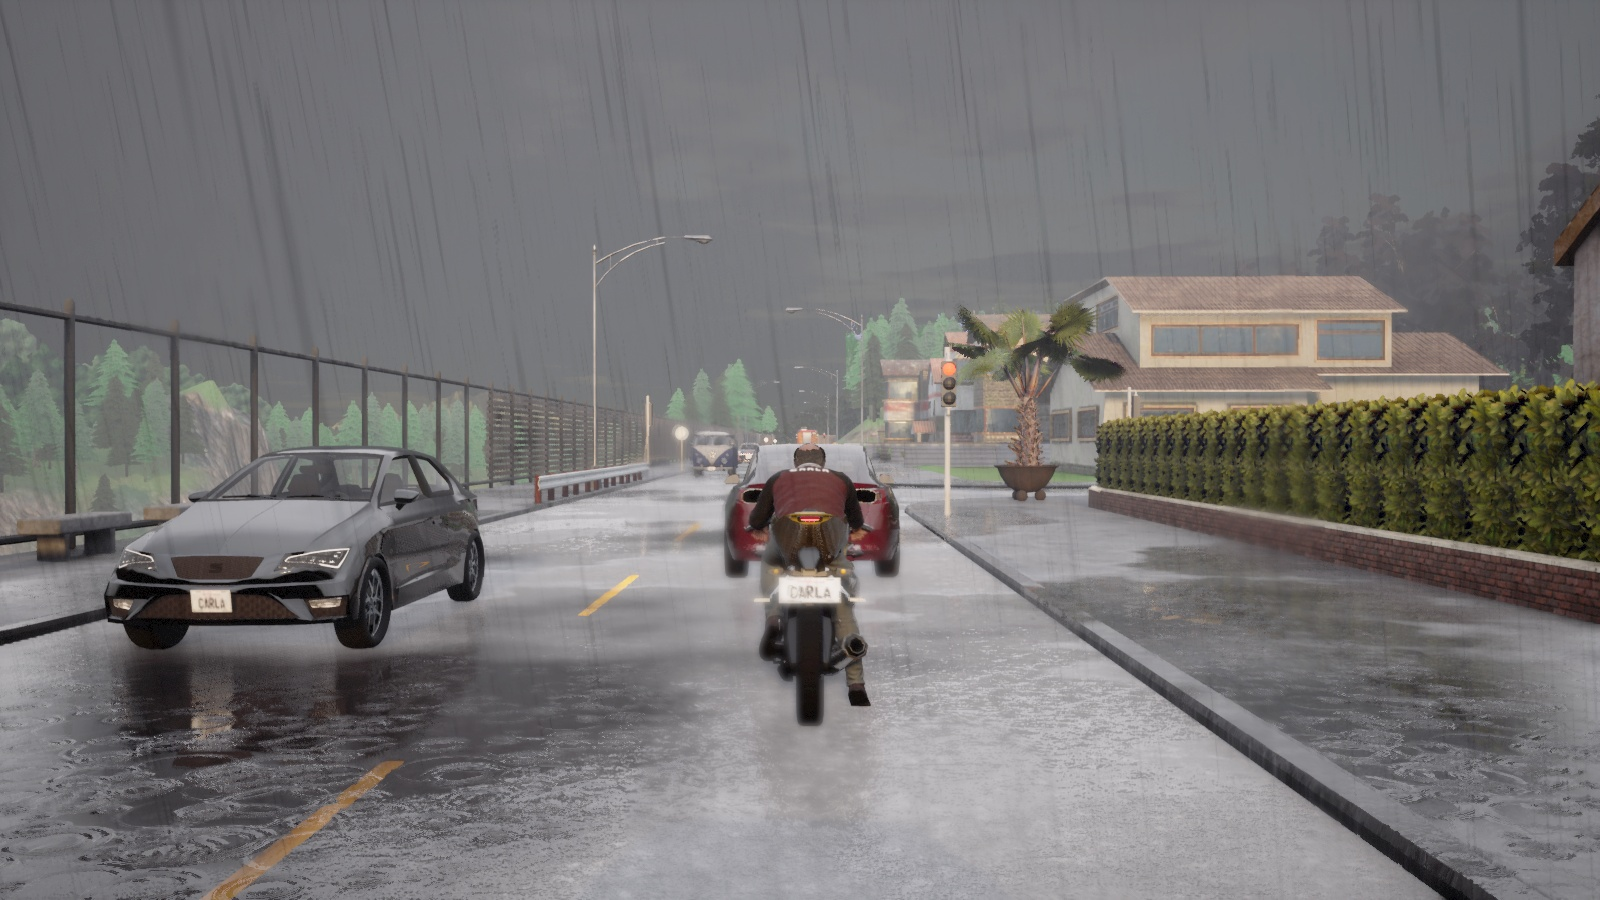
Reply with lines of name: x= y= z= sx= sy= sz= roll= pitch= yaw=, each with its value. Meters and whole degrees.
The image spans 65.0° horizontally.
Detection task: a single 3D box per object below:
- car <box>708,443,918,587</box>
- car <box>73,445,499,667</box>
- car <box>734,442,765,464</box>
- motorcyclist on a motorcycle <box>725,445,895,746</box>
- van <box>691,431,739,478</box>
car: x=0.124 y=0.660 z=15.372 sx=2.163 sy=1.488 sz=4.792 roll=0 pitch=0 yaw=0
car: x=-3.927 y=0.698 z=10.470 sx=1.816 sy=1.474 sz=4.193 roll=0 pitch=0 yaw=0
car: x=-3.504 y=0.217 z=87.248 sx=1.970 sy=1.475 sz=3.806 roll=0 pitch=0 yaw=0
motorcyclist on a motorcycle: x=0.056 y=0.739 z=7.498 sx=0.866 sy=1.530 sz=2.191 roll=0 pitch=0 yaw=0
van: x=-3.683 y=0.188 z=54.798 sx=1.775 sy=1.987 sz=4.442 roll=0 pitch=0 yaw=0
